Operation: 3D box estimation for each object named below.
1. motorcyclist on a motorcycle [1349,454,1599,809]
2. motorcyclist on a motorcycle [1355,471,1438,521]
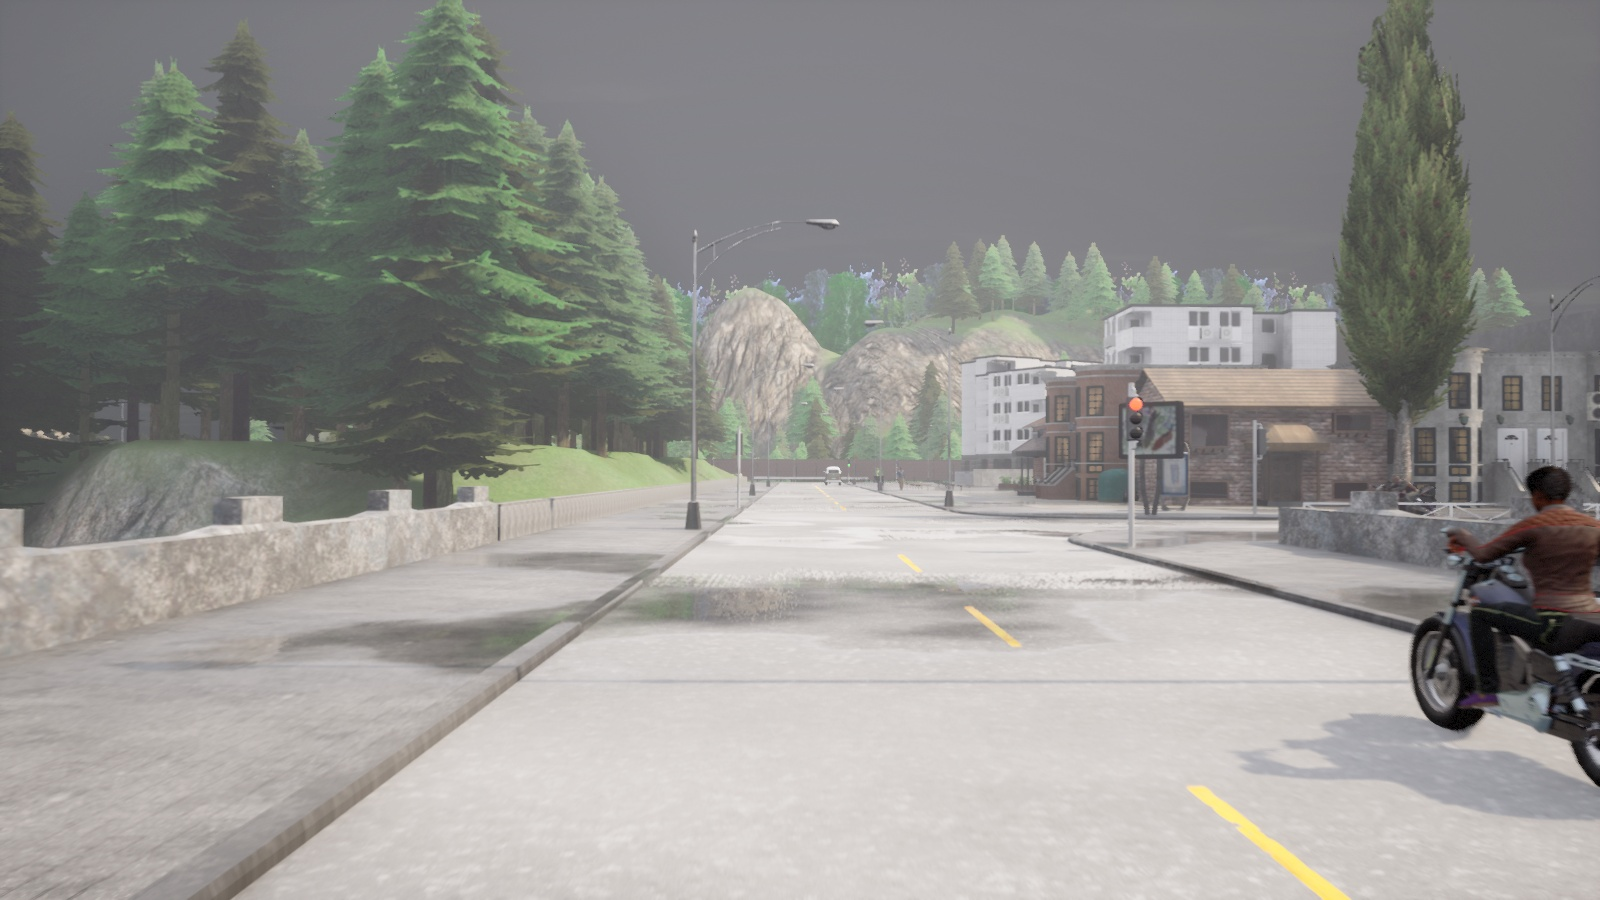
[{"bbox_3d":[3.984,0.867,7.028,0.766,1.649,2.350,0,-1,0],"label":"motorcyclist on a motorcycle"},{"bbox_3d":[18.758,1.437,39.538,2.191,1.530,0.866,0,-1,0],"label":"motorcyclist on a motorcycle"}]
